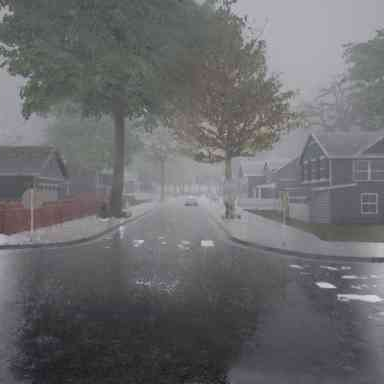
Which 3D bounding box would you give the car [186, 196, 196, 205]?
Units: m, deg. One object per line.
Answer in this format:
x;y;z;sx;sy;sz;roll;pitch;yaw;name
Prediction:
-0.166;1.541;62.262;1.812;1.442;4.674;0;0;0;car

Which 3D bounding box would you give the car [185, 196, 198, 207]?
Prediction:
-0.139;1.578;52.256;1.994;1.385;4.181;0;0;0;car
